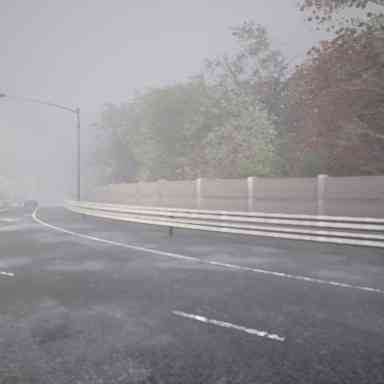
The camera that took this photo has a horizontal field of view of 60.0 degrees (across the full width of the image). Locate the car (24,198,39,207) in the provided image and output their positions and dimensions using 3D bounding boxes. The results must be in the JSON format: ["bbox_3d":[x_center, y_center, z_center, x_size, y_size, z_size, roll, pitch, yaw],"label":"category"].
[{"bbox_3d":[-26.331,1.653,54.614,1.812,1.442,4.674,0,-1,-21],"label":"car"}]
